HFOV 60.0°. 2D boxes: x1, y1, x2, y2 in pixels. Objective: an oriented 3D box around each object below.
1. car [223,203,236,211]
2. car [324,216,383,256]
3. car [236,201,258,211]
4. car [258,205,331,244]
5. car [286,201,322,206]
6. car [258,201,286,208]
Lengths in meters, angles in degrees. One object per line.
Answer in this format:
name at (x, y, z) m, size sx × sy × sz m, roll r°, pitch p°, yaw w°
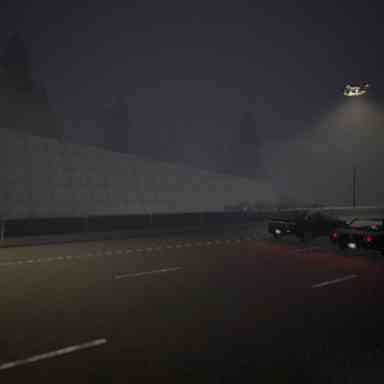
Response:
car at (6.226, 1.880, 42.714) m, size 4.718 × 1.301 × 1.895 m, roll 1°, pitch 0°, yaw -35°
car at (7.808, 1.734, 13.739) m, size 4.718 × 1.301 × 1.895 m, roll 1°, pitch 0°, yaw -35°
car at (8.105, 1.771, 39.758) m, size 4.902 × 1.511 × 2.128 m, roll 1°, pitch 0°, yaw -35°
car at (5.931, 1.628, 16.698) m, size 4.902 × 1.511 × 2.128 m, roll 1°, pitch 0°, yaw -35°
car at (12.089, 1.803, 34.002) m, size 4.674 × 1.442 × 1.812 m, roll 1°, pitch -1°, yaw -35°
car at (9.986, 1.754, 36.803) m, size 5.008 × 1.535 × 1.882 m, roll 1°, pitch -1°, yaw -35°
